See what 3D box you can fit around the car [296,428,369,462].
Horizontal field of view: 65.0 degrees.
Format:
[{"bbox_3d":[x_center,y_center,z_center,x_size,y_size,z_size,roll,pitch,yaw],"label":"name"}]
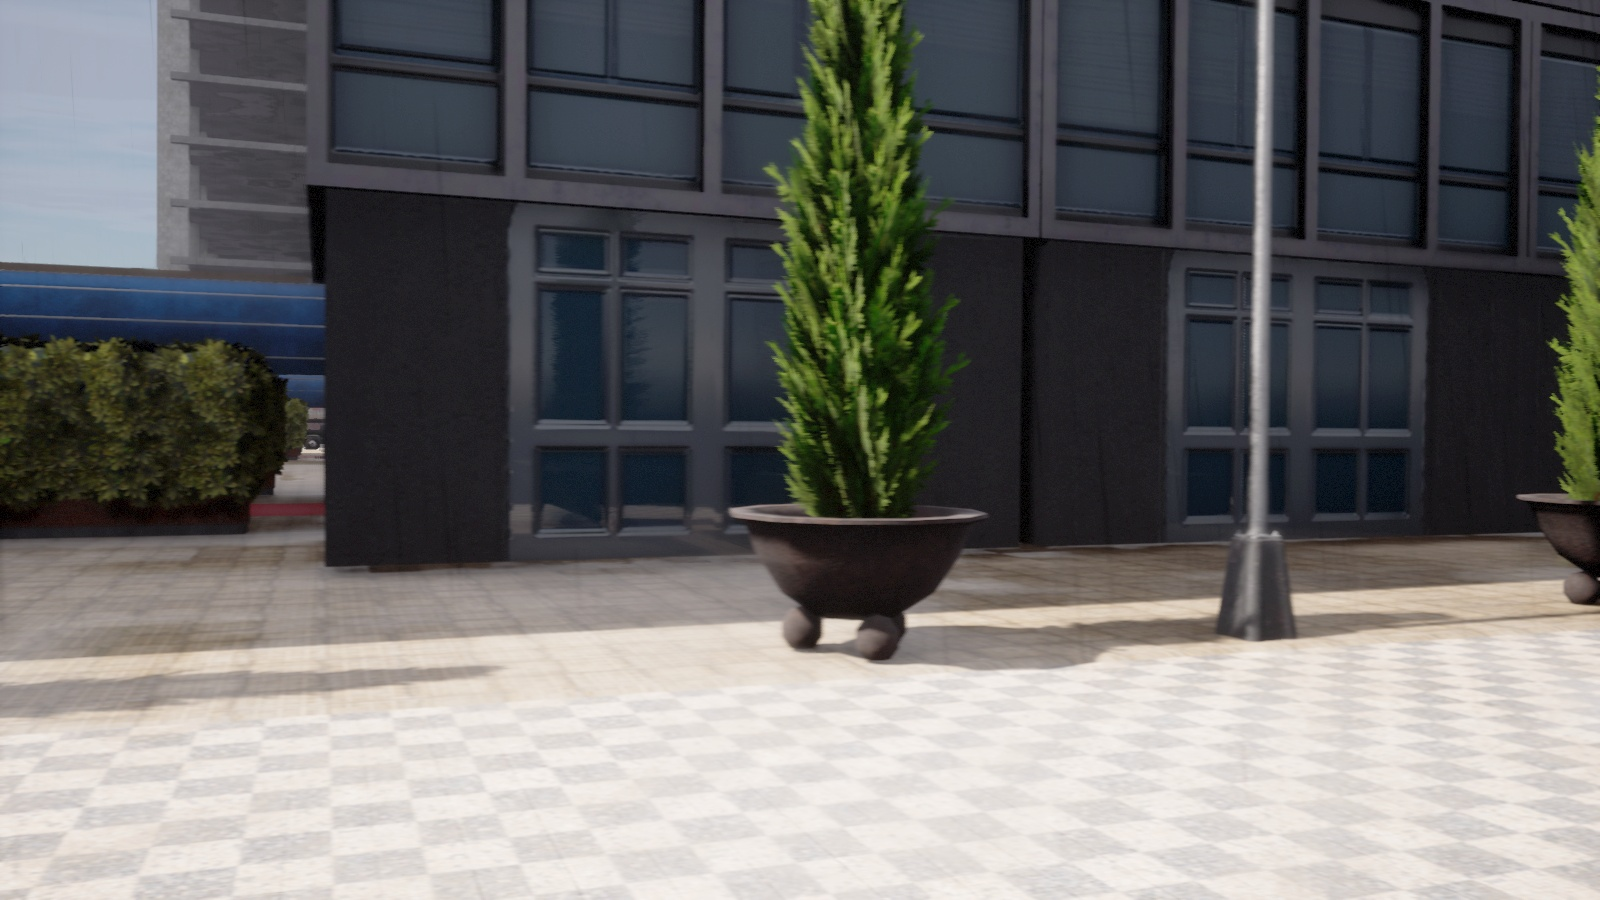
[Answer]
[{"bbox_3d":[-27.110,-0.300,72.806,3.866,1.878,1.905,-1,1,-21],"label":"car"}]
